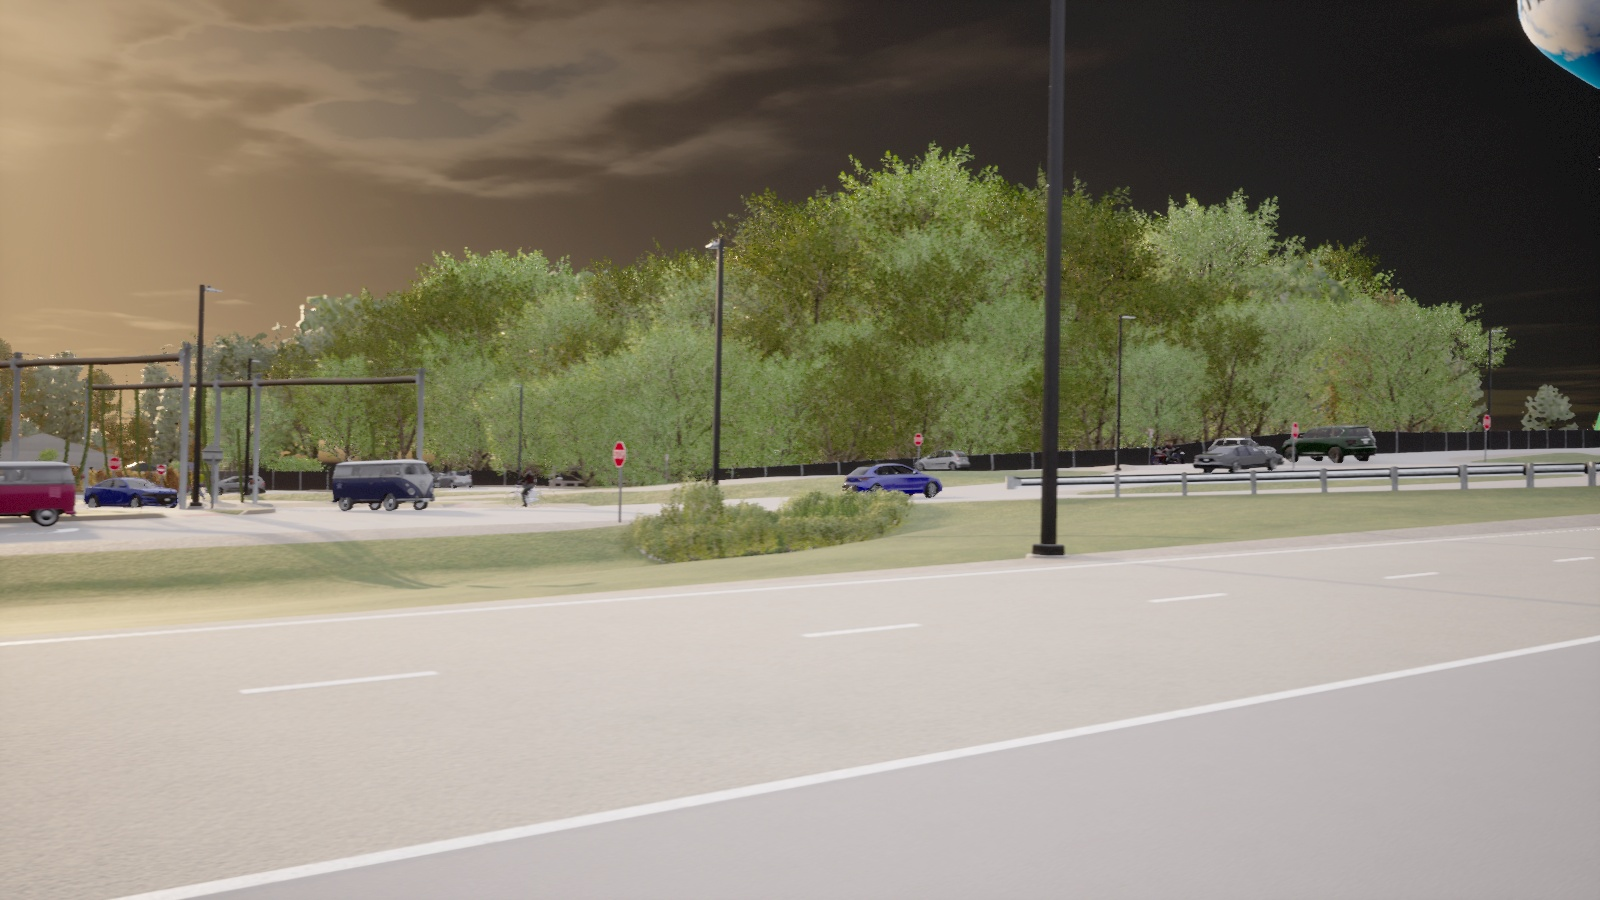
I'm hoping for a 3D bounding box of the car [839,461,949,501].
[{"bbox_3d":[3.858,1.250,51.249,4.193,1.474,1.816,-2,0,-32],"label":"car"}]

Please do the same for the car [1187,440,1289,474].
[{"bbox_3d":[22.268,0.329,63.778,5.357,1.411,2.033,-4,2,-34],"label":"car"}]

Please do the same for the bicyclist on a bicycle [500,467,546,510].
[{"bbox_3d":[-11.653,1.634,52.816,1.843,1.776,0.659,-1,-3,22],"label":"bicyclist on a bicycle"}]

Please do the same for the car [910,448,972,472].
[{"bbox_3d":[10.198,0.747,90.897,3.988,1.617,1.851,-3,-2,37],"label":"car"}]

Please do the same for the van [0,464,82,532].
[{"bbox_3d":[-24.246,1.435,37.765,4.442,1.987,1.775,-1,0,-36],"label":"van"}]

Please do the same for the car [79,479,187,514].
[{"bbox_3d":[-30.513,2.127,57.400,5.008,1.535,1.882,-1,-2,28],"label":"car"}]

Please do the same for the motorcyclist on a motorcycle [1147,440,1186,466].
[{"bbox_3d":[23.174,0.186,79.383,0.866,1.530,2.191,1,-4,-43],"label":"motorcyclist on a motorcycle"}]

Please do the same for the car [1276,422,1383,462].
[{"bbox_3d":[29.544,-0.462,70.231,2.150,2.045,5.566,-3,1,-22],"label":"car"}]

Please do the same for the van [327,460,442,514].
[{"bbox_3d":[-16.241,1.460,49.058,4.442,1.987,1.775,-2,-2,31],"label":"van"}]

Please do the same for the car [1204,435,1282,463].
[{"bbox_3d":[25.183,-0.082,71.434,1.970,1.475,3.806,-3,2,-29],"label":"car"}]
